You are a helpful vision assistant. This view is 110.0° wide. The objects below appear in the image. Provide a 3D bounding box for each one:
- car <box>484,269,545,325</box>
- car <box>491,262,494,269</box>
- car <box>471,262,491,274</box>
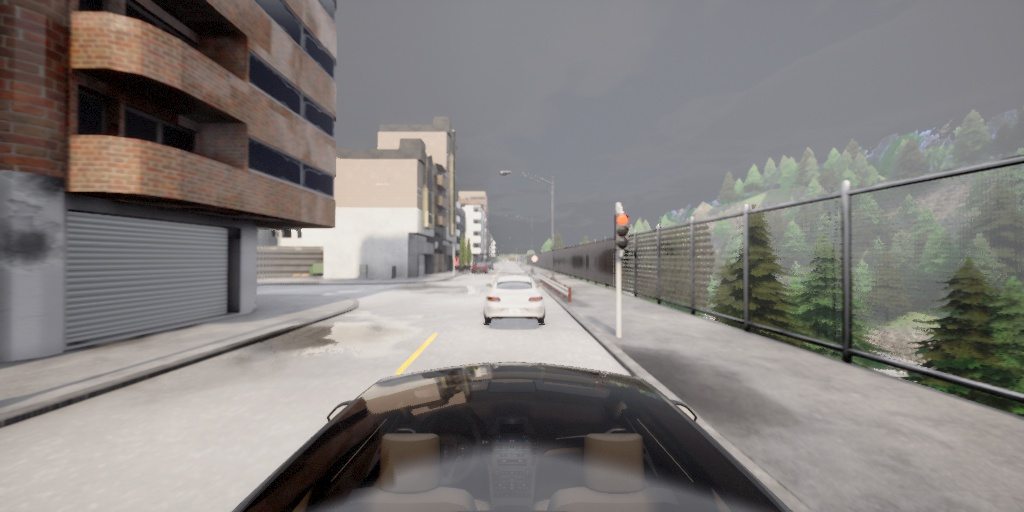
[{"bbox_3d":[0.076,1.354,12.099,1.812,1.442,4.674,0,0,0],"label":"car"},{"bbox_3d":[-4.141,1.760,62.976,2.033,1.411,5.357,0,0,1],"label":"car"},{"bbox_3d":[-4.152,1.568,46.793,1.882,1.535,5.008,0,0,0],"label":"car"}]
